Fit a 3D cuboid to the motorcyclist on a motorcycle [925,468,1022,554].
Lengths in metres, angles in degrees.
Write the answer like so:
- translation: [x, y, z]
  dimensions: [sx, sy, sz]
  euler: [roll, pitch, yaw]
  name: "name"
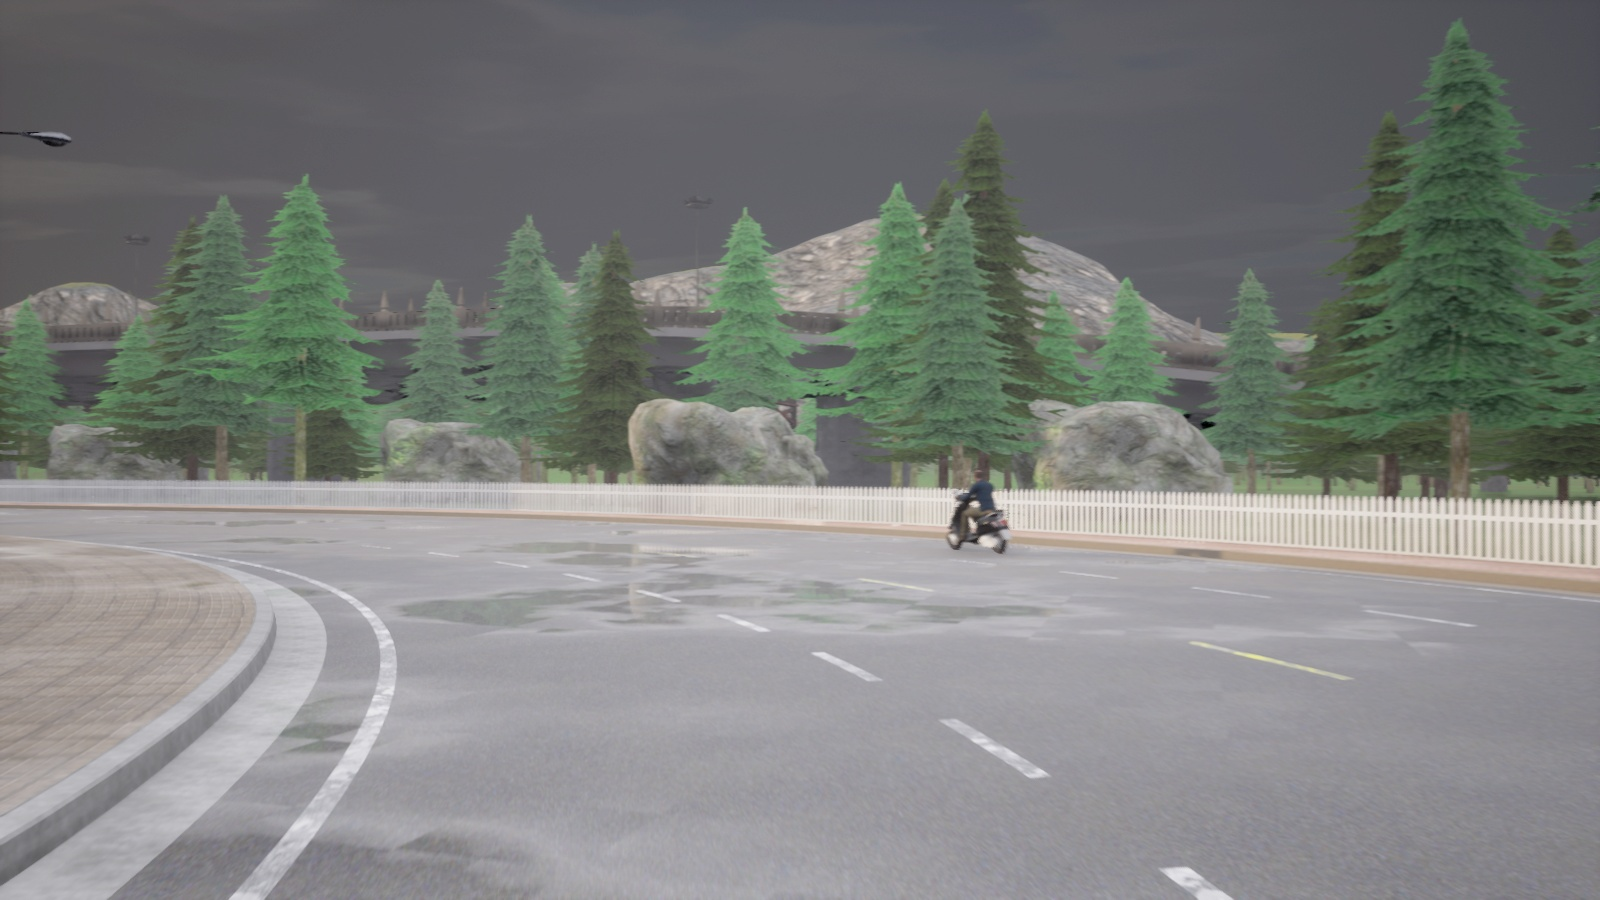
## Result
- translation: [3.336, 1.158, 24.312]
  dimensions: [0.866, 1.590, 1.817]
  euler: [0, -1, -32]
  name: "motorcyclist on a motorcycle"
